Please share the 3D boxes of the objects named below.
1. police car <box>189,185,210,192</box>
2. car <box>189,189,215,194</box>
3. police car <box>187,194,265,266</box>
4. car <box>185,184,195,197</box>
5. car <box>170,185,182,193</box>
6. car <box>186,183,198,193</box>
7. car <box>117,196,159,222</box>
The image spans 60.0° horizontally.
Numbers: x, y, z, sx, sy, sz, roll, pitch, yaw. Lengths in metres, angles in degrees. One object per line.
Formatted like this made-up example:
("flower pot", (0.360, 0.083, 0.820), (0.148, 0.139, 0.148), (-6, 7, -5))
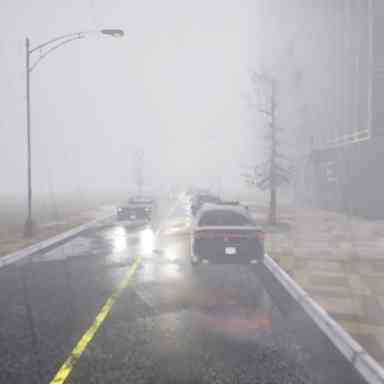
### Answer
("police car", (0.898, 0.534, 26.309), (1.930, 1.638, 5.238), (0, 2, 0))
("car", (0.898, 0.820, 20.205), (1.837, 1.490, 4.892), (0, 2, 0))
("police car", (0.899, 1.073, 10.317), (1.930, 1.638, 5.238), (0, 2, 0))
("car", (0.018, -0.089, 47.764), (1.812, 1.442, 4.674), (0, 2, 0))
("car", (-3.049, -0.539, 61.085), (1.812, 1.442, 4.674), (0, 2, 1))
("car", (-0.004, -0.716, 61.203), (2.097, 1.767, 4.553), (0, 2, 0))
("car", (-3.101, 0.931, 19.739), (1.895, 1.301, 4.718), (0, 2, 0))
